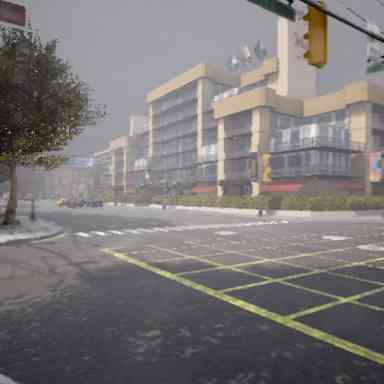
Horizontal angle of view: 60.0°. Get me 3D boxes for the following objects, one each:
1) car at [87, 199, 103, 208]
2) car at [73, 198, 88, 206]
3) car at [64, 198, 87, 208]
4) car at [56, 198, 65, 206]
[{"bbox_3d":[-18.474,2.119,62.877,1.882,1.535,5.008,1,-1,-34],"label":"car"},{"bbox_3d":[-23.617,2.091,70.438,1.837,1.490,4.892,1,-1,-34],"label":"car"},{"bbox_3d":[-21.368,2.115,60.908,1.837,1.490,4.892,1,-1,-34],"label":"car"},{"bbox_3d":[-26.506,2.037,68.464,1.882,1.535,5.008,1,-1,-34],"label":"car"}]
